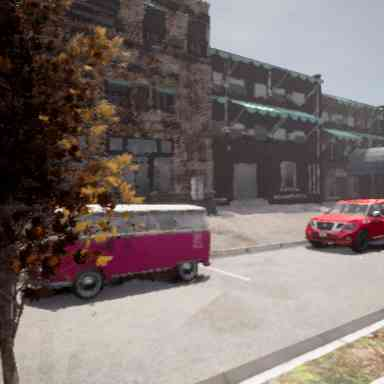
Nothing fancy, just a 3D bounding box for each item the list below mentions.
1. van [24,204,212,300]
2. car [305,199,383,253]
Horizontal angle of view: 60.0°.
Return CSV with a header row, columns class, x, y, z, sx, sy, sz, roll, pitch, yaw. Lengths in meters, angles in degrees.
class,x,y,z,sx,sy,sz,roll,pitch,yaw
van,-1.690,1.291,8.301,4.442,1.987,1.878,1,0,-35
car,7.442,1.361,14.751,5.566,2.045,2.435,1,0,-35
